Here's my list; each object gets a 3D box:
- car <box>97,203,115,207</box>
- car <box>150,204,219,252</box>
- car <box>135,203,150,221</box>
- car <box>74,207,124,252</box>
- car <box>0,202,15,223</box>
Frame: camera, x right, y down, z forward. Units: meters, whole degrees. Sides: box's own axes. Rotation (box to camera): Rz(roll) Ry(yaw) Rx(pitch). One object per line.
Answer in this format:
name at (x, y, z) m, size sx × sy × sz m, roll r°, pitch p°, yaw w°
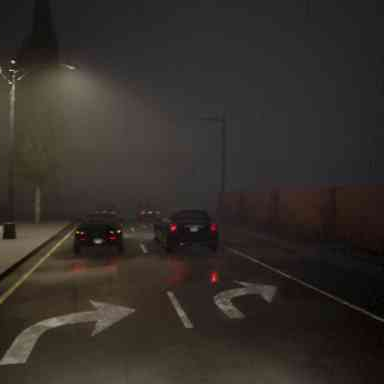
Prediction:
car at (-7.317, 1.659, 28.324) m, size 2.033 × 1.411 × 5.357 m, roll 1°, pitch 0°, yaw -14°
car at (-0.412, 1.453, 14.657) m, size 2.097 × 1.767 × 4.553 m, roll 1°, pitch -1°, yaw -14°
car at (-3.916, 1.710, 29.145) m, size 2.033 × 1.411 × 5.357 m, roll 1°, pitch 0°, yaw -14°
car at (-3.884, 1.579, 14.126) m, size 1.812 × 1.442 × 4.674 m, roll 1°, pitch 0°, yaw -13°
car at (-14.763, 1.517, 25.057) m, size 1.812 × 1.442 × 4.674 m, roll 1°, pitch -1°, yaw -13°
